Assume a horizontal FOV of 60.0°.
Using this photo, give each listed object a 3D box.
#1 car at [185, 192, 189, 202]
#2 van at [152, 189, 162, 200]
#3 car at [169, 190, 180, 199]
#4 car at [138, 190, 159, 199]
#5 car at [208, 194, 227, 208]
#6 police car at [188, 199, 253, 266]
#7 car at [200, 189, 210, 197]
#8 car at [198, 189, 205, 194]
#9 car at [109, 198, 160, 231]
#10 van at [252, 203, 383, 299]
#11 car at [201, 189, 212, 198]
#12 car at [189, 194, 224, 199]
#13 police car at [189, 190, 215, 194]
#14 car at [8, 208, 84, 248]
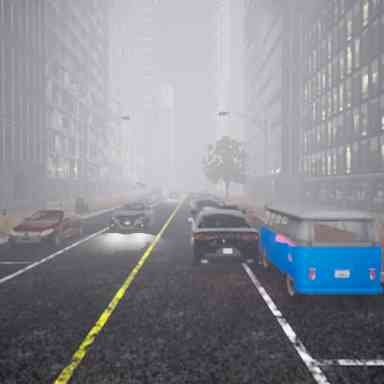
[{"bbox_3d":[0.016,0.759,47.722,1.895,1.301,4.718,0,1,0],"label":"car"},{"bbox_3d":[-5.683,0.395,53.338,1.690,1.788,3.998,0,1,0],"label":"van"},{"bbox_3d":[-3.051,0.439,59.002,2.128,1.511,4.902,0,1,0],"label":"car"},{"bbox_3d":[-5.685,0.813,41.959,2.008,1.369,4.403,0,1,0],"label":"car"},{"bbox_3d":[2.695,0.946,36.263,1.802,1.307,4.206,0,1,0],"label":"car"},{"bbox_3d":[0.901,1.232,10.932,1.930,1.638,5.238,0,1,0],"label":"police car"},{"bbox_3d":[2.700,0.170,70.409,1.967,1.590,4.097,0,1,0],"label":"car"},{"bbox_3d":[2.704,-0.165,93.177,1.887,1.381,4.507,0,1,0],"label":"car"},{"bbox_3d":[-3.097,1.249,17.888,1.994,1.385,4.181,0,1,0],"label":"car"},{"bbox_3d":[2.691,1.202,7.802,1.690,1.788,3.998,0,1,0],"label":"van"},{"bbox_3d":[2.699,0.279,64.718,1.967,1.590,4.097,0,1,0],"label":"car"},{"bbox_3d":[0.903,1.112,20.821,1.882,1.535,5.008,0,1,0],"label":"car"},{"bbox_3d":[0.904,0.952,26.929,1.930,1.638,5.238,0,1,0],"label":"police car"},{"bbox_3d":[-5.689,1.343,13.501,1.802,1.307,4.206,0,1,0],"label":"car"}]
